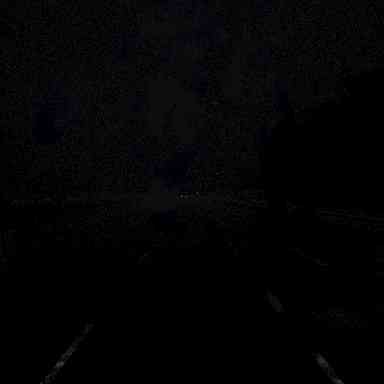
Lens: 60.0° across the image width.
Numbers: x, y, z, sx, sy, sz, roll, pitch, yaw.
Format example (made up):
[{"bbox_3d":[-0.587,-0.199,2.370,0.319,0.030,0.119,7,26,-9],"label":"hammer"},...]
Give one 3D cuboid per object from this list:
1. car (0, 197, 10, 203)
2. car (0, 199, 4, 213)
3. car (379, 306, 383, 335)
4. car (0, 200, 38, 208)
[{"bbox_3d":[-21.088,1.524,34.831,2.150,2.045,5.566,0,0,0],"label":"car"},{"bbox_3d":[-24.571,1.689,39.361,2.097,1.767,4.553,0,0,0],"label":"car"},{"bbox_3d":[3.603,1.551,2.838,1.812,1.442,4.674,0,0,0],"label":"car"},{"bbox_3d":[-17.593,1.854,35.359,2.033,1.411,5.357,0,0,0],"label":"car"}]
